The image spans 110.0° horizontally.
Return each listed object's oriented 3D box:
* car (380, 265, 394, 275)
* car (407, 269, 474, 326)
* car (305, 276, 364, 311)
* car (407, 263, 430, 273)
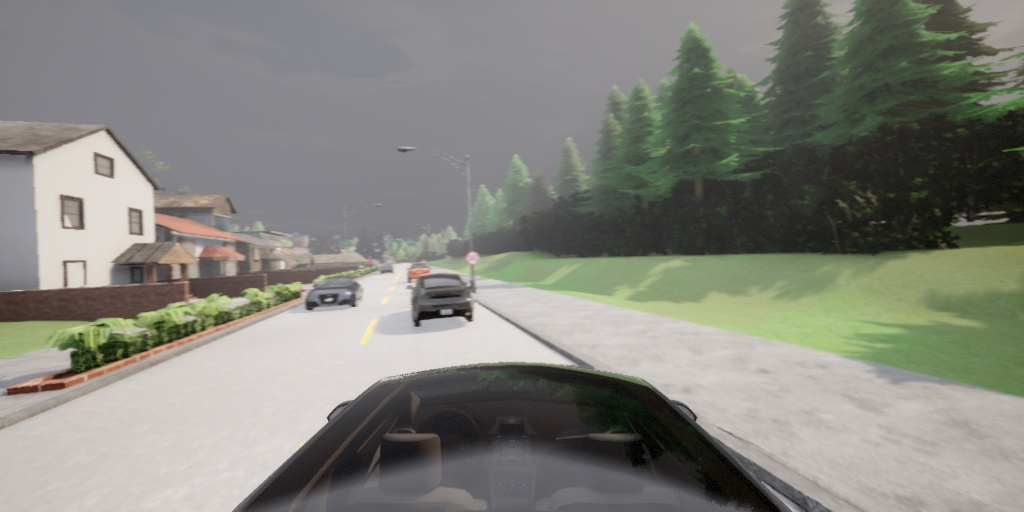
[{"bbox_3d":[-19.820,2.120,57.000,1.837,1.490,4.892,-2,0,-16],"label":"car"},{"bbox_3d":[-2.534,1.363,12.436,1.837,1.490,4.892,-2,0,-16],"label":"car"},{"bbox_3d":[-8.206,1.671,16.879,1.994,1.385,4.181,-3,0,-16],"label":"car"},{"bbox_3d":[-8.952,1.492,34.437,2.097,1.767,4.553,-3,0,-16],"label":"car"}]
